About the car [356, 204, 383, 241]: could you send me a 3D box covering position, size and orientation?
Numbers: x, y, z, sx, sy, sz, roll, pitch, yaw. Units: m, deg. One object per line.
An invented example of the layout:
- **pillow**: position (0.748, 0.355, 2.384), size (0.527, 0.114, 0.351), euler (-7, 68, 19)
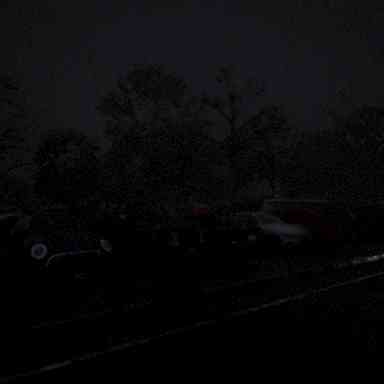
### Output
- **car**: position (7.416, 1.559, 17.543), size (2.097, 1.535, 5.008), euler (0, 0, -35)

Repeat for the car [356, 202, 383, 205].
- **car**: position (11.957, 1.623, 20.735), size (2.163, 1.488, 4.792), euler (0, 0, -35)

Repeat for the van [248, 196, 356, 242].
- **van**: position (5.091, 1.316, 16.024), size (1.878, 1.987, 4.442), euler (0, 0, -35)

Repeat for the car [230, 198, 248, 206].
- **car**: position (2.242, 1.578, 29.903), size (2.231, 1.521, 4.892), euler (0, 0, -35)

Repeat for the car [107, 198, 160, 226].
- **car**: position (-4.512, 1.400, 25.061), size (2.185, 1.767, 4.553), euler (0, 0, -35)

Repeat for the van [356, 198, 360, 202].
- **van**: position (17.850, 1.575, 41.171), size (1.878, 1.987, 4.442), euler (2, -1, -35)

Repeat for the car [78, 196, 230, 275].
- **car**: position (-1.608, 1.238, 11.074), size (2.435, 2.045, 5.566), euler (0, 0, -35)

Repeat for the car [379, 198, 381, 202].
- **car**: position (22.530, 1.927, 44.354), size (2.097, 1.535, 5.008), euler (2, -1, -35)

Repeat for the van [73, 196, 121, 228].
- **van**: position (-6.853, 1.282, 23.575), size (1.878, 1.987, 4.442), euler (0, 0, -35)

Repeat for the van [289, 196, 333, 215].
- **van**: position (13.467, 1.452, 37.763), size (1.878, 1.987, 4.442), euler (1, -1, -35)

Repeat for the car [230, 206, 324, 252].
- **car**: position (2.895, 1.564, 14.320), size (2.002, 1.452, 4.674), euler (0, 0, -35)

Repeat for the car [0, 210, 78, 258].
- **car**: position (-6.221, 1.594, 13.274), size (4.718, 1.301, 1.895), euler (0, 0, -35)

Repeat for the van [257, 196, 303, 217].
- **van**: position (9.076, 1.403, 34.634), size (1.878, 1.987, 4.442), euler (0, 0, -35)

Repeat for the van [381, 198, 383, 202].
- **van**: position (16.532, 1.402, 23.887), size (1.878, 1.987, 4.442), euler (0, 0, -35)

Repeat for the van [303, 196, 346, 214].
- **van**: position (15.696, 1.516, 39.636), size (1.878, 1.987, 4.442), euler (2, -1, -35)

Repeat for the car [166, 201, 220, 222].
- **car**: position (-0.014, 1.560, 28.297), size (2.097, 1.535, 5.008), euler (0, 0, -35)

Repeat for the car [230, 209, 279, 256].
- **car**: position (0.618, 1.537, 12.731), size (2.163, 1.488, 4.792), euler (0, 0, -35)

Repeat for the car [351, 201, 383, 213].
- **car**: position (24.784, 2.029, 45.964), size (2.002, 1.452, 4.674), euler (2, -1, -35)

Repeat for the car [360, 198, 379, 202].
- **car**: position (20.190, 1.611, 42.660), size (2.435, 2.045, 5.566), euler (2, -1, -35)

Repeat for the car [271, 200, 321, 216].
- **car**: position (11.260, 1.646, 36.340), size (2.097, 1.535, 5.008), euler (0, 0, -35)

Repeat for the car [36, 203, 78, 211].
- **car**: position (-9.040, 1.492, 21.867), size (2.231, 1.521, 4.892), euler (0, 0, -35)

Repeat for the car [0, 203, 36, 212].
- **car**: position (-11.190, 1.473, 20.116), size (1.946, 1.575, 5.366), euler (0, 0, -35)

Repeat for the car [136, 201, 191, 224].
- **car**: position (-2.373, 1.542, 26.617), size (2.097, 1.535, 5.008), euler (0, 0, -35)

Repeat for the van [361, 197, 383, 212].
- **van**: position (26.873, 1.822, 47.597), size (1.878, 1.987, 4.442), euler (2, -1, -35)

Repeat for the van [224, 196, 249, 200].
- **van**: position (4.428, 1.368, 31.611), size (1.878, 1.987, 4.442), euler (0, 0, -35)

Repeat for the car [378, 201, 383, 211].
- **car**: position (31.553, 2.174, 50.781), size (2.097, 1.535, 5.008), euler (2, -1, -35)

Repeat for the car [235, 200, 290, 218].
- **car**: position (6.860, 1.608, 32.973), size (1.946, 1.575, 5.366), euler (0, 0, -35)
